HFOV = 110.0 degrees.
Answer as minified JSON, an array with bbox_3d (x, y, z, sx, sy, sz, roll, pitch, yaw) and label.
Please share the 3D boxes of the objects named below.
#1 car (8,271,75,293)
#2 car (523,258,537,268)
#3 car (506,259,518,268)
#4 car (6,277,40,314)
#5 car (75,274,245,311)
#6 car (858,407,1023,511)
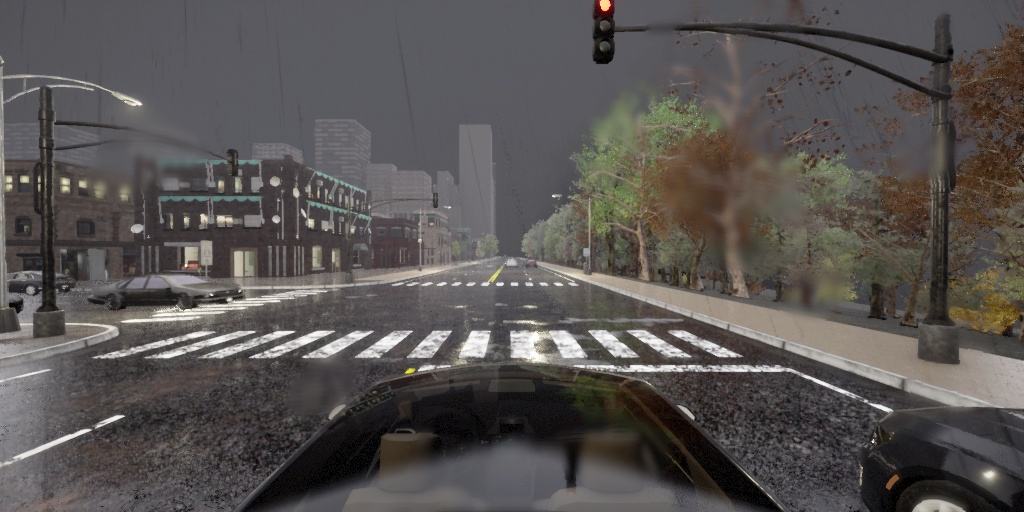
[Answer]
[{"bbox_3d":[-28.319,1.560,20.969,4.403,1.370,2.007,0,0,0],"label":"car"},{"bbox_3d":[3.229,1.253,61.247,1.812,1.442,4.674,0,0,0],"label":"car"},{"bbox_3d":[-0.021,1.254,61.064,1.812,1.442,4.674,0,0,0],"label":"car"},{"bbox_3d":[-19.969,1.565,12.473,4.313,1.339,1.948,0,0,0],"label":"car"},{"bbox_3d":[-14.304,1.450,14.924,5.357,1.411,2.033,-1,1,3],"label":"car"},{"bbox_3d":[3.352,1.255,0.472,1.837,1.490,4.892,0,0,0],"label":"car"}]
